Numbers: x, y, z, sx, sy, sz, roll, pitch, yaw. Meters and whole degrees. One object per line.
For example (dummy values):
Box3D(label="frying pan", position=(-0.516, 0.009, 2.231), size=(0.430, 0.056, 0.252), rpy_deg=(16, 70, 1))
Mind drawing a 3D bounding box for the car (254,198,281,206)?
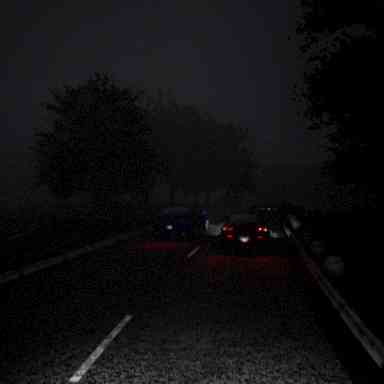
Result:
Box3D(label="car", position=(14.262, 1.822, 62.946), size=(1.837, 1.490, 4.892), rpy_deg=(1, -1, -38))

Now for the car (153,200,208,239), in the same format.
Box3D(label="car", position=(-0.421, 1.379, 16.809), size=(1.882, 1.535, 5.008), rpy_deg=(0, 0, 13))

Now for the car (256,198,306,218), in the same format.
Box3D(label="car", position=(8.492, 1.551, 30.644), size=(5.357, 1.411, 2.033), rpy_deg=(1, -1, -44))

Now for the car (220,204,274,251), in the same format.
Box3D(label="car", position=(2.235, 1.443, 13.738), size=(1.812, 1.442, 4.674), rpy_deg=(0, 0, 11))

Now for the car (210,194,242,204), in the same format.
Box3D(label="car", position=(7.049, 1.525, 65.563), size=(5.566, 2.045, 2.150), rpy_deg=(0, -1, 32))
